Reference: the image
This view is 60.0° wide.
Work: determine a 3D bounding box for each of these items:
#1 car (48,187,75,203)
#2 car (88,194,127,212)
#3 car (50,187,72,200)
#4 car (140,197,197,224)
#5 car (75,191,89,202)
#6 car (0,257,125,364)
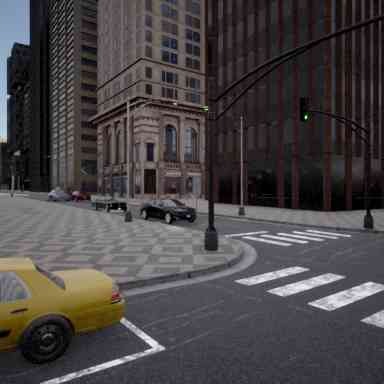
[{"bbox_3d":[-17.723,0.476,44.504,2.097,1.767,4.553,0,1,-35],"label":"car"},{"bbox_3d":[-7.451,1.059,30.084,1.895,1.301,4.718,0,1,-36],"label":"car"},{"bbox_3d":[-21.984,0.133,55.718,2.150,2.045,5.566,0,1,-36],"label":"car"},{"bbox_3d":[-1.661,1.128,21.996,1.882,1.535,5.008,0,1,-36],"label":"car"},{"bbox_3d":[-16.019,0.575,47.460,1.882,1.535,5.008,0,1,-35],"label":"car"},{"bbox_3d":[-3.317,1.525,4.283,4.829,1.417,1.752,0,0,-35],"label":"car"}]
